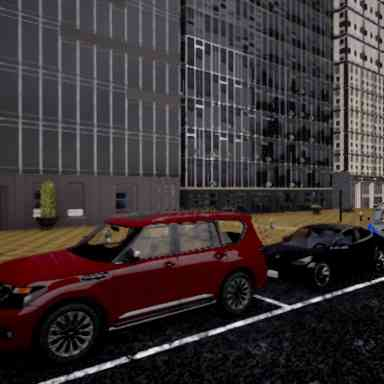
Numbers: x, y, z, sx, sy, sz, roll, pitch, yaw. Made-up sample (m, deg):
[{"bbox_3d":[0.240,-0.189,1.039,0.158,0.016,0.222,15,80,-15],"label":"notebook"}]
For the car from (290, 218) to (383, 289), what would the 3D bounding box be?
[{"bbox_3d":[3.695,1.574,9.204,4.313,1.339,1.947,0,0,-36],"label":"car"}]

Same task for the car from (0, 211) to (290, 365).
[{"bbox_3d":[-0.801,1.317,5.997,5.009,1.841,2.192,0,0,-36],"label":"car"}]

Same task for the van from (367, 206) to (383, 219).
[{"bbox_3d":[8.190,1.355,12.413,3.998,1.788,1.690,0,0,-36],"label":"van"}]
